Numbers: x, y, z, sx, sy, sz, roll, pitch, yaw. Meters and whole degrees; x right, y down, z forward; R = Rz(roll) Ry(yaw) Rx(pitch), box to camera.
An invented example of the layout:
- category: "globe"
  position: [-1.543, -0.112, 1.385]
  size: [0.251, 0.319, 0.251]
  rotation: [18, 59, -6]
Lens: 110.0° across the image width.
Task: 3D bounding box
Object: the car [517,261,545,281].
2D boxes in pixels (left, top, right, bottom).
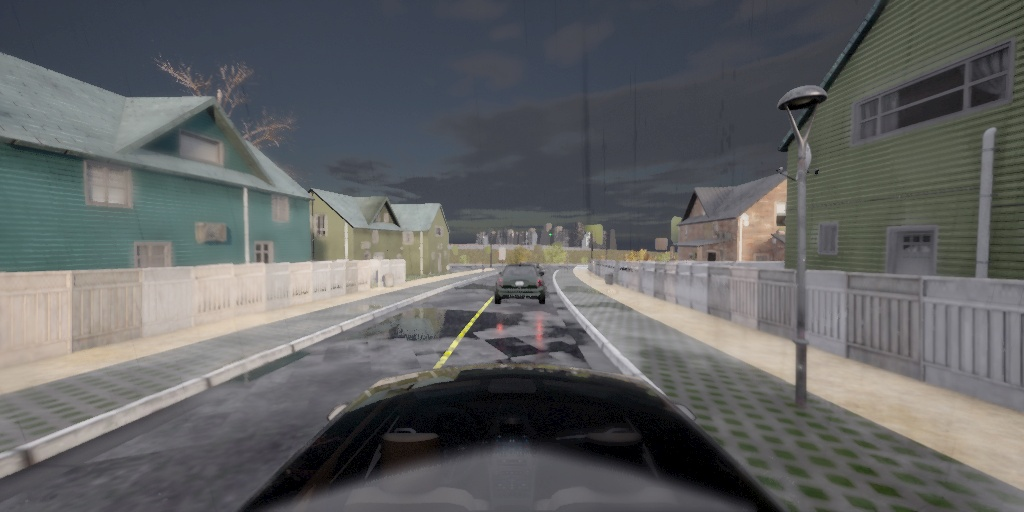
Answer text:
- category: "car"
  position: [1.714, 1.264, 31.292]
  size: [2.128, 1.511, 4.902]
  rotation: [0, 0, 7]

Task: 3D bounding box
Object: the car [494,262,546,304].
- category: "car"
  position: [0.428, 1.114, 16.385]
  size: [2.097, 1.767, 4.553]
  rotation: [0, 0, 3]

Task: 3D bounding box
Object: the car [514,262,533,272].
- category: "car"
  position: [1.665, 1.455, 49.469]
  size: [1.895, 1.301, 4.718]
  rotation: [0, 0, 11]
